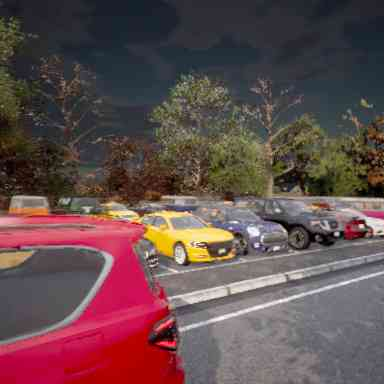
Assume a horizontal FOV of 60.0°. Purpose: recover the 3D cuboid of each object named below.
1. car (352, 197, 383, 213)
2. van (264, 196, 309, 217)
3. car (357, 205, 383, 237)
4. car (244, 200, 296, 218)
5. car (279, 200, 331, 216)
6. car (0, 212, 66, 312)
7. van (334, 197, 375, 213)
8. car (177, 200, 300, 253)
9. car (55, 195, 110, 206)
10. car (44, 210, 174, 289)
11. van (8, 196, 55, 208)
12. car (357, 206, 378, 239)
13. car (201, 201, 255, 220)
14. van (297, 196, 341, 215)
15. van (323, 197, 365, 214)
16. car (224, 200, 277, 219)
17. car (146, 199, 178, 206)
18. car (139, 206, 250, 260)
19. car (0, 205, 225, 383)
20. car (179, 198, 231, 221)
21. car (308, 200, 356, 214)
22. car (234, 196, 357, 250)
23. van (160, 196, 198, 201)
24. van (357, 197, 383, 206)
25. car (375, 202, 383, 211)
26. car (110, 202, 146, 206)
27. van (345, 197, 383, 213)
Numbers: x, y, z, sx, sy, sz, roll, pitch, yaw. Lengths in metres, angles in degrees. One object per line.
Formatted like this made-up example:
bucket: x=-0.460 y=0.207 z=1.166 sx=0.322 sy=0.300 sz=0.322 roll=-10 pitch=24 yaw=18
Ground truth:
car: x=25.772 y=1.798 z=46.650 sx=2.435 sy=2.045 sz=5.566 roll=2 pitch=-1 yaw=-35
van: x=10.012 y=1.473 z=35.600 sx=1.878 sy=1.987 sz=4.442 roll=1 pitch=0 yaw=-35
car: x=8.481 y=1.622 z=18.307 sx=2.002 sy=1.452 sz=4.674 roll=1 pitch=0 yaw=-35
car: x=7.826 y=1.671 z=33.891 sx=2.231 sy=1.521 sz=4.892 roll=1 pitch=0 yaw=-35
car: x=12.442 y=1.725 z=36.961 sx=1.946 sy=1.575 sz=5.366 roll=1 pitch=0 yaw=-35
car: x=-4.962 y=1.454 z=8.498 sx=1.946 sy=1.575 sz=5.366 roll=0 pitch=0 yaw=-35
van: x=21.278 y=1.680 z=43.626 sx=1.878 sy=1.987 sz=4.442 roll=2 pitch=-1 yaw=-35
car: x=1.687 y=1.372 z=13.502 sx=2.185 sy=1.767 sz=4.553 roll=1 pitch=0 yaw=-35
car: x=-7.981 y=1.223 z=22.669 sx=2.435 sy=2.045 sz=5.566 roll=0 pitch=0 yaw=-35
car: x=-2.818 y=1.463 z=10.260 sx=2.231 sy=1.521 sz=4.892 roll=0 pitch=0 yaw=-35
van: x=-10.389 y=1.236 z=21.064 sx=1.878 sy=1.987 sz=4.442 roll=0 pitch=0 yaw=-35
car: x=6.205 y=1.582 z=16.719 sx=2.163 sy=1.488 sz=4.792 roll=1 pitch=0 yaw=-35
car: x=3.211 y=1.610 z=30.603 sx=2.097 sy=1.535 sz=5.008 roll=1 pitch=0 yaw=-35
van: x=14.659 y=1.531 z=38.623 sx=1.878 sy=1.987 sz=4.442 roll=1 pitch=0 yaw=-35
van: x=19.050 y=1.603 z=41.752 sx=1.878 sy=1.987 sz=4.442 roll=1 pitch=-1 yaw=-35
car: x=5.569 y=1.641 z=32.284 sx=2.097 sy=1.535 sz=5.008 roll=1 pitch=0 yaw=-35
car: x=-3.455 y=1.526 z=25.852 sx=2.231 sy=1.521 sz=4.892 roll=1 pitch=0 yaw=-35
car: x=-0.561 y=1.475 z=11.869 sx=2.097 sy=1.535 sz=5.008 roll=1 pitch=0 yaw=-35
car: x=-2.655 y=1.224 z=1.792 sx=5.566 sy=2.045 sz=2.150 roll=0 pitch=0 yaw=-35
car: x=1.073 y=1.457 z=29.048 sx=2.185 sy=1.767 sz=4.553 roll=1 pitch=0 yaw=-35
car: x=16.842 y=1.786 z=40.329 sx=2.097 sy=1.535 sz=5.008 roll=1 pitch=0 yaw=-35
car: x=3.980 y=1.272 z=15.062 sx=2.435 sy=2.045 sz=5.566 roll=1 pitch=0 yaw=-35
van: x=-1.268 y=1.328 z=27.562 sx=1.878 sy=1.987 sz=4.442 roll=1 pitch=0 yaw=-35
van: x=10.678 y=1.385 z=20.013 sx=1.878 sy=1.987 sz=4.442 roll=1 pitch=0 yaw=-35
car: x=30.363 y=2.240 z=49.953 sx=2.002 sy=1.452 sz=4.674 roll=2 pitch=-1 yaw=-35
car: x=-5.604 y=1.495 z=24.101 sx=1.946 sy=1.575 sz=5.366 roll=1 pitch=0 yaw=-35
van: x=23.431 y=1.750 z=45.160 sx=1.878 sy=1.987 sz=4.442 roll=2 pitch=-1 yaw=-35
